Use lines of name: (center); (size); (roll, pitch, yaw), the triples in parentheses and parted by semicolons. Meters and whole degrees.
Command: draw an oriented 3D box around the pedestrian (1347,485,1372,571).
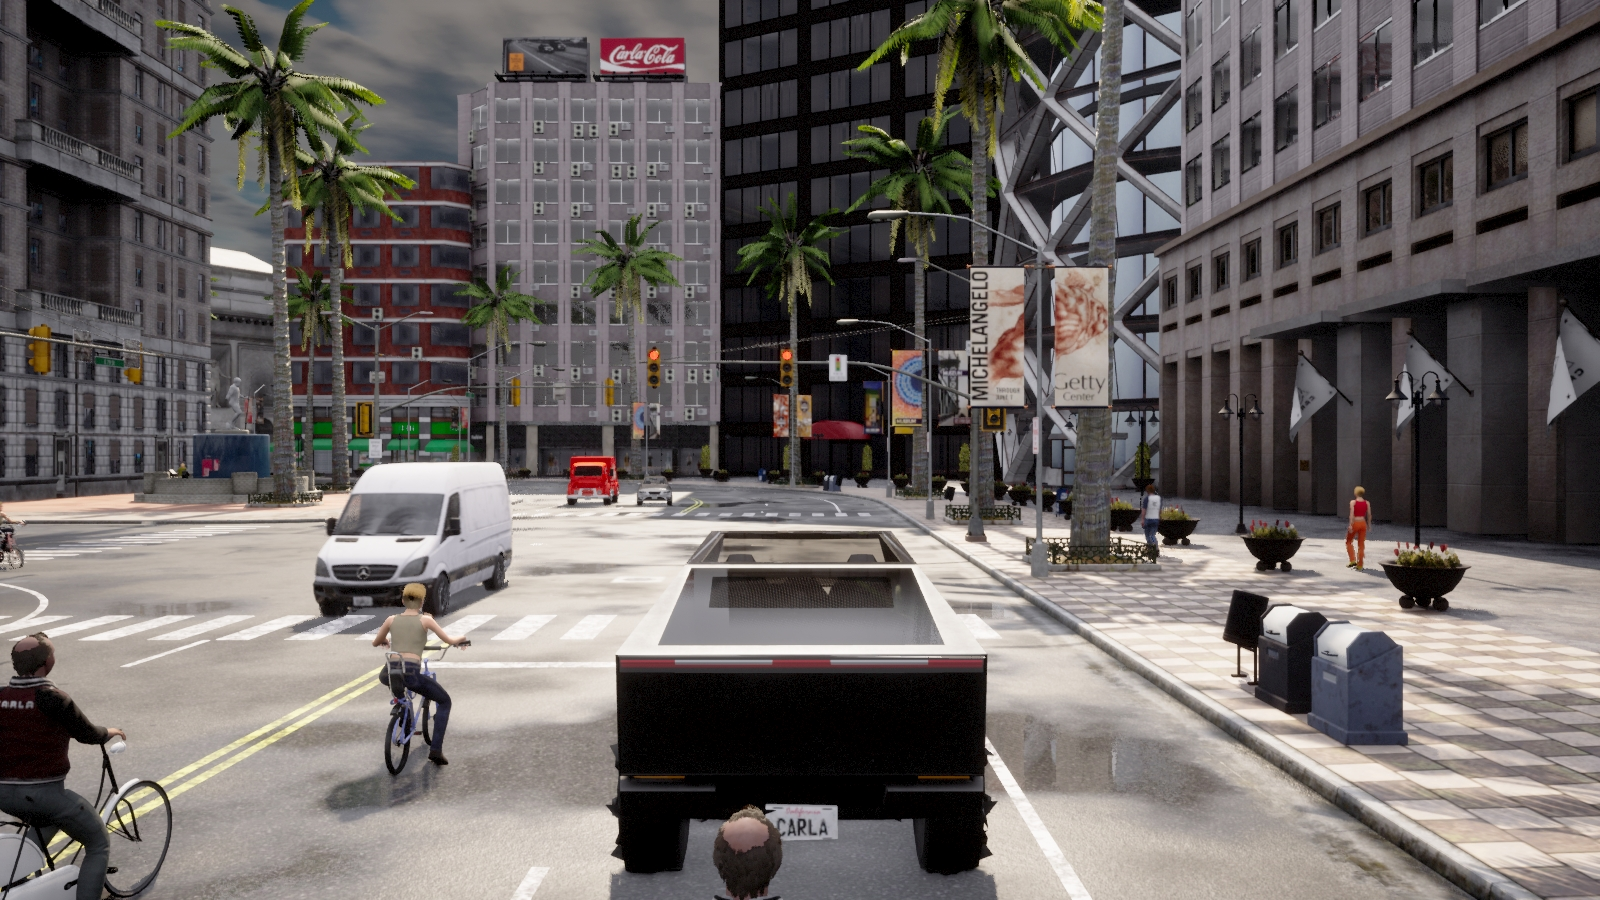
pedestrian: (12.281, 1.704, 25.079); (0.375, 1.860, 0.375); (0, 0, 5)

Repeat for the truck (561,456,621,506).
truck: (-10.821, 1.568, 59.475); (2.627, 2.467, 5.204); (0, 0, -5)

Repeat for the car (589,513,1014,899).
car: (0.011, 1.753, 9.550); (2.390, 2.098, 6.274); (0, 0, 0)

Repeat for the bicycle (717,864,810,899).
bicycle: (-0.147, 2.210, 3.549); (0.329, 1.171, 1.835); (0, 0, 1)

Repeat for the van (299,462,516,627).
van: (-6.984, 1.534, 21.165); (1.988, 2.561, 5.915); (0, 0, 0)

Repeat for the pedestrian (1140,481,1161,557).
pedestrian: (8.680, 1.694, 28.279); (0.375, 1.860, 0.375); (0, 0, -6)

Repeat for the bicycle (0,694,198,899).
bicycle: (-4.243, 2.210, 6.662); (0.329, 1.171, 1.835); (0, 0, 6)

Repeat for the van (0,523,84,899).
van: (-3.501, 1.534, 1.043); (1.988, 2.561, 5.915); (0, 0, 0)

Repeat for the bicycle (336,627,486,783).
bicycle: (-3.473, 2.256, 10.347); (0.859, 1.080, 1.487); (0, 0, 0)

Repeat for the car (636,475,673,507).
car: (-7.460, 2.066, 58.811); (1.816, 1.474, 4.193); (0, 0, -7)
